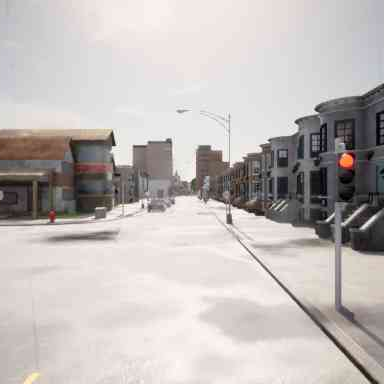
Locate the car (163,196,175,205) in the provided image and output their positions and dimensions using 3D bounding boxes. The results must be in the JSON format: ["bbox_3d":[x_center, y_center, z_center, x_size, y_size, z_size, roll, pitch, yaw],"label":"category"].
[{"bbox_3d":[-4.049,1.526,60.212,1.812,1.442,4.674,0,0,0],"label":"car"}]

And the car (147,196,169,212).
[{"bbox_3d":[-4.102,1.505,39.260,1.837,1.490,4.892,0,0,0],"label":"car"}]

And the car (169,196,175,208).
[{"bbox_3d":[-4.093,1.547,49.747,2.033,1.411,5.357,0,0,0],"label":"car"}]
